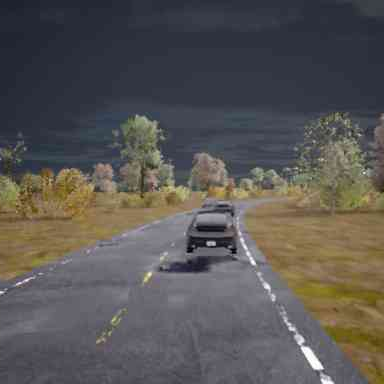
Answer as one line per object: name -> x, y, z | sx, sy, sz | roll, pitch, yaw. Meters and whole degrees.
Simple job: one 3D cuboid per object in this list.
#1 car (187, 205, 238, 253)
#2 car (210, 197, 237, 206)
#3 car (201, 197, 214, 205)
car -> 0.843, 1.504, 13.738 | 1.837, 1.490, 4.892 | 0, 0, 4
car -> 3.136, 1.500, 31.643 | 1.837, 1.490, 4.892 | 0, 0, 10
car -> 2.534, 1.484, 44.559 | 1.837, 1.490, 4.892 | 0, 0, 14
